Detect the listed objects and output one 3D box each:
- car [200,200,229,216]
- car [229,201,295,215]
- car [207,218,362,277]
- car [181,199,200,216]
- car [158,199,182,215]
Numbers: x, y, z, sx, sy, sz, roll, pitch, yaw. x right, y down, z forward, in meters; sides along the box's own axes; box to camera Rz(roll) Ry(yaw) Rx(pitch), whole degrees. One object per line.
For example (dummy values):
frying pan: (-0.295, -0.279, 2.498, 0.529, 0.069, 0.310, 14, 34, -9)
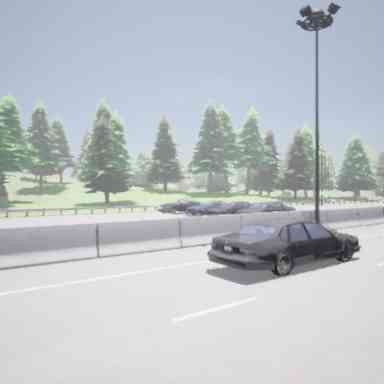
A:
car: (3.655, 1.479, 28.094, 5.357, 1.411, 2.033, 0, 0, -35)
car: (5.652, 1.479, 25.219, 5.357, 1.411, 2.033, 0, 0, -35)
car: (2.983, 1.518, 10.173, 5.357, 1.411, 2.033, 0, 0, -35)
car: (2.025, 1.477, 31.228, 5.357, 1.411, 2.033, 0, 0, -35)
car: (-1.100, 1.426, 33.294, 4.902, 1.511, 2.128, 0, 0, -35)
